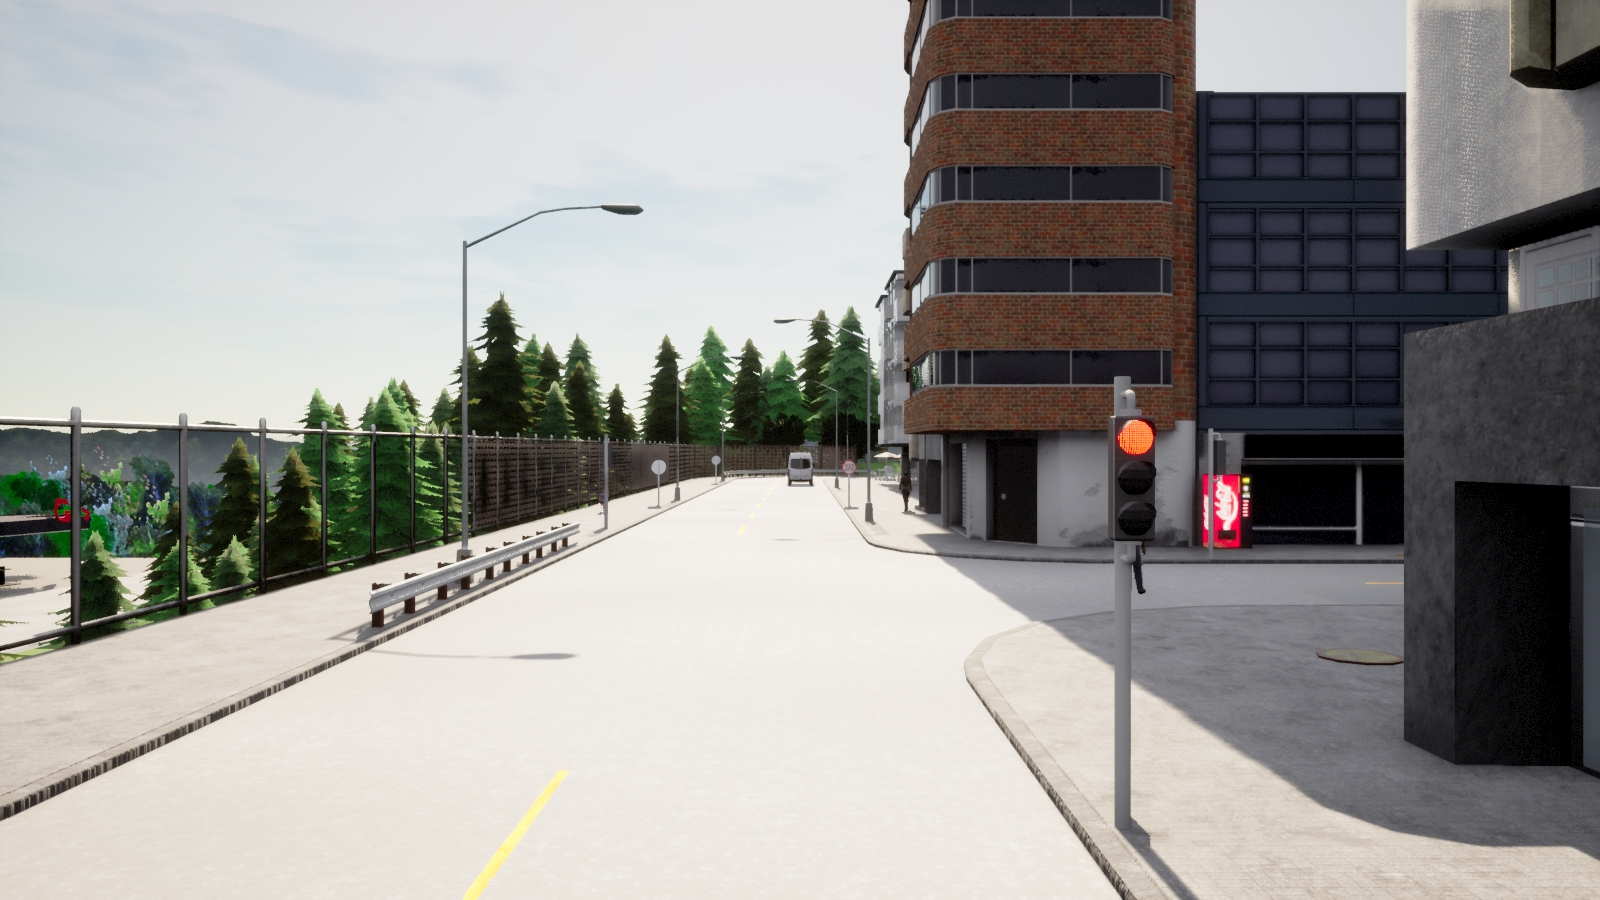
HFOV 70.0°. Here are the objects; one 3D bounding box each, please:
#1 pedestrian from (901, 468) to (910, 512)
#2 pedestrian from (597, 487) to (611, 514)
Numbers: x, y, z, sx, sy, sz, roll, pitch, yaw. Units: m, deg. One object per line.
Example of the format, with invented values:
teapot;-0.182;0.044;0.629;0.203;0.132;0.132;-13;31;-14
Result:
pedestrian;4.561;1.725;49.286;0.375;1.860;0.375;0;0;1
pedestrian;-8.233;2.106;47.891;0.500;1.100;0.500;0;0;0
